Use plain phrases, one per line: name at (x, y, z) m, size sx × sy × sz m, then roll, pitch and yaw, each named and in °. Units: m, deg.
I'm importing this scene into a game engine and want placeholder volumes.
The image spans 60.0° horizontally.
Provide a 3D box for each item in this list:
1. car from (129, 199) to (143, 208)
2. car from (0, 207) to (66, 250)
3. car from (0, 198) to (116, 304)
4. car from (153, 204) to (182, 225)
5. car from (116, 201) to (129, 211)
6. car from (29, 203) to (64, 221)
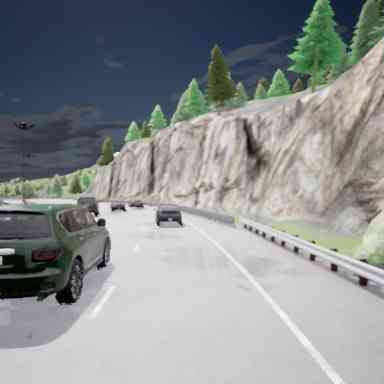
car at (-9.503, 1.888, 55.278) m, size 2.128 × 1.511 × 4.902 m, roll 0°, pitch 0°, yaw -21°
car at (-7.838, 1.636, 16.323) m, size 1.882 × 1.535 × 5.008 m, roll 0°, pitch 0°, yaw -6°
car at (-3.557, 1.298, 8.381) m, size 2.150 × 2.045 × 5.566 m, roll 0°, pitch -1°, yaw -4°
car at (-1.878, 1.669, 25.590) m, size 1.837 × 1.490 × 4.892 m, roll 0°, pitch 0°, yaw -9°
car at (-10.352, 1.952, 46.275) m, size 1.895 × 1.301 × 4.718 m, roll 0°, pitch 0°, yaw -17°
car at (-13.582, 1.840, 31.410) m, size 2.033 × 1.411 × 5.357 m, roll 0°, pitch 0°, yaw -13°
